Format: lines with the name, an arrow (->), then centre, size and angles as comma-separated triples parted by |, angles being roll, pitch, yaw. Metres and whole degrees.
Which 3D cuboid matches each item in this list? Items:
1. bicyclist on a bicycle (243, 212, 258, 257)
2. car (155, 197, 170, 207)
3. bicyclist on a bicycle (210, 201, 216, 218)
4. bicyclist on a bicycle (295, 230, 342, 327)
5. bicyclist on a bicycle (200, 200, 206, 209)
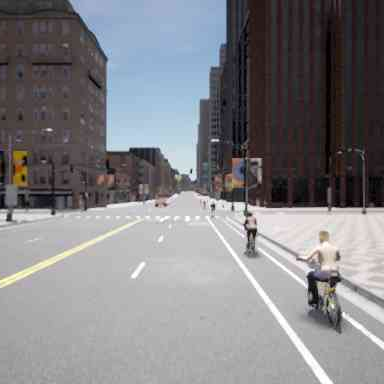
bicyclist on a bicycle -> 2.261, 1.610, 12.744 | 0.582, 1.620, 1.656 | 0, -1, 0
car -> -6.530, 2.143, 69.799 | 2.150, 2.045, 5.566 | 0, -1, 0
bicyclist on a bicycle -> 2.253, 1.820, 35.451 | 0.659, 1.776, 1.843 | 0, -1, 0
bicyclist on a bicycle -> 2.435, 1.513, 6.221 | 0.866, 1.612, 1.509 | 0, -1, 0
bicyclist on a bicycle -> 2.241, 2.221, 58.807 | 0.582, 1.620, 1.656 | 0, -1, 0
